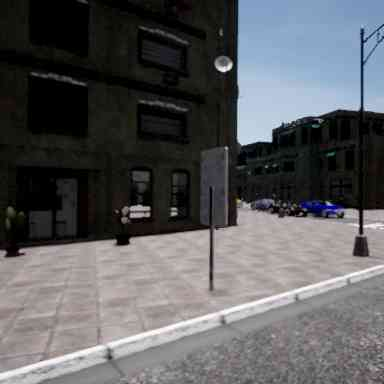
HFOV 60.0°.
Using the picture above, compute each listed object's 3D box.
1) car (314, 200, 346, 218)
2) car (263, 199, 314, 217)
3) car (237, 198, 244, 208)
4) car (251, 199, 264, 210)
[{"bbox_3d":[11.311,1.445,29.189,1.812,1.442,4.674,1,0,-16],"label":"car"},{"bbox_3d":[8.541,1.460,29.892,1.947,1.339,4.313,1,0,-16],"label":"car"},{"bbox_3d":[5.812,1.445,48.406,1.882,1.535,5.008,1,0,-16],"label":"car"},{"bbox_3d":[8.641,1.490,38.487,2.033,1.411,5.357,1,0,-16],"label":"car"}]
